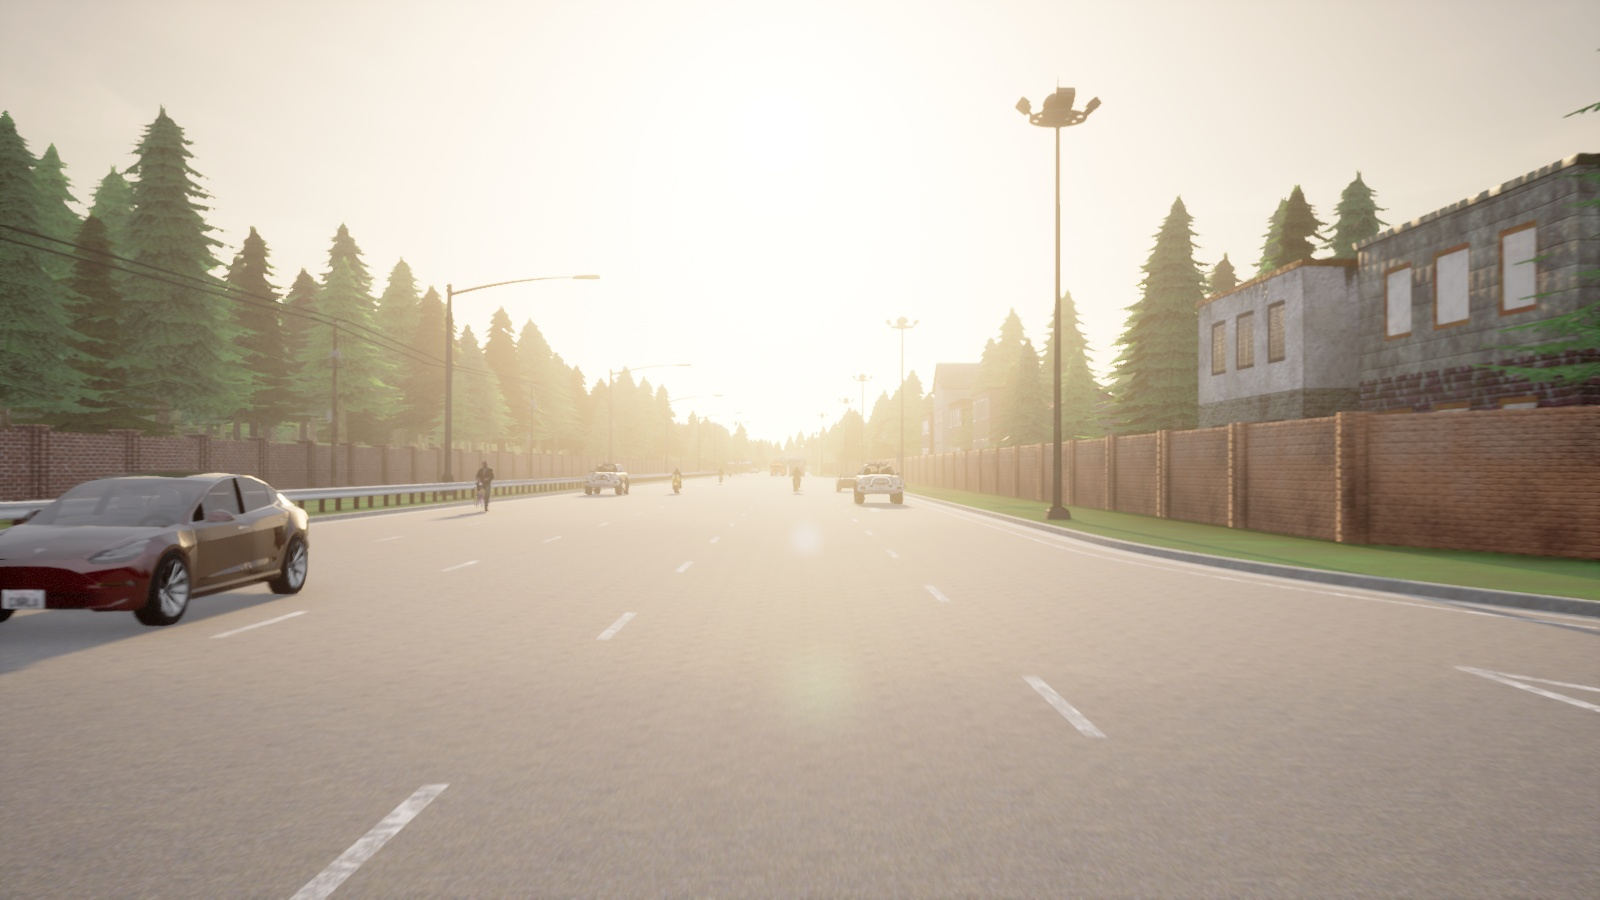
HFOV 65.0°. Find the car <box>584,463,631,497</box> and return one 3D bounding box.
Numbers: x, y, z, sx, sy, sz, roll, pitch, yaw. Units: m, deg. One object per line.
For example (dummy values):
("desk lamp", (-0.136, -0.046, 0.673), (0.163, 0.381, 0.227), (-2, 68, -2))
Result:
("car", (-10.667, 1.656, 69.874), (1.932, 1.855, 4.605), (0, -1, 0))

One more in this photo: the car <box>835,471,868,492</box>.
("car", (3.307, 2.043, 81.168), (1.895, 1.301, 4.718), (0, -1, 0))

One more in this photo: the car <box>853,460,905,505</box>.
("car", (3.370, 1.381, 54.381), (1.932, 1.855, 4.605), (0, -1, 0))

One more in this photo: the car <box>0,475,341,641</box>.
("car", (-7.033, 1.035, 13.907), (2.163, 1.488, 4.792), (0, -1, 0))
